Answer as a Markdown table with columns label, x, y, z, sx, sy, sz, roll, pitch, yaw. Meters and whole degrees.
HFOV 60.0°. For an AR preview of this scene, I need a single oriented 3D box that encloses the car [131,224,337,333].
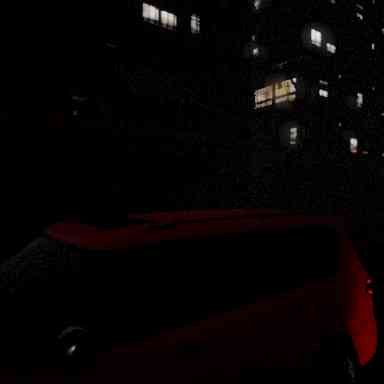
| label | x | y | z | sx | sy | sz | roll | pitch | yaw |
| --- | --- | --- | --- | --- | --- | --- | --- | --- | --- |
| car | 1.066 | 1.566 | 7.318 | 4.313 | 1.339 | 1.947 | 0 | 0 | -36 |

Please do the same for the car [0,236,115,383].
| label | x | y | z | sx | sy | sz | roll | pitch | yaw |
| --- | --- | --- | --- | --- | --- | --- | --- | --- | --- |
| car | -3.568 | 1.525 | 4.012 | 4.829 | 1.417 | 1.752 | 0 | 0 | -35 |

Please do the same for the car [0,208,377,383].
| label | x | y | z | sx | sy | sz | roll | pitch | yaw |
| --- | --- | --- | --- | --- | --- | --- | --- | --- | --- |
| car | -0.542 | 1.221 | 2.993 | 5.566 | 2.045 | 2.150 | 0 | 0 | -35 |
